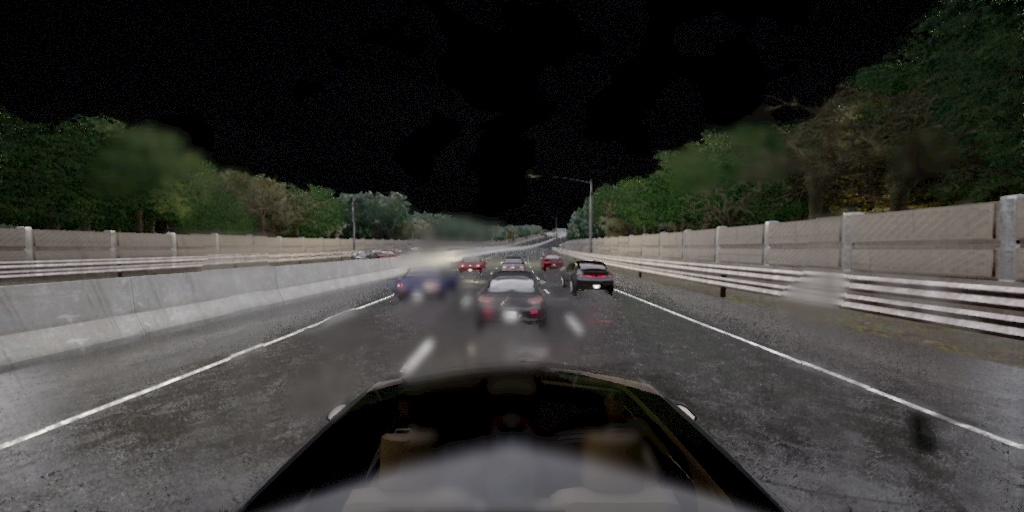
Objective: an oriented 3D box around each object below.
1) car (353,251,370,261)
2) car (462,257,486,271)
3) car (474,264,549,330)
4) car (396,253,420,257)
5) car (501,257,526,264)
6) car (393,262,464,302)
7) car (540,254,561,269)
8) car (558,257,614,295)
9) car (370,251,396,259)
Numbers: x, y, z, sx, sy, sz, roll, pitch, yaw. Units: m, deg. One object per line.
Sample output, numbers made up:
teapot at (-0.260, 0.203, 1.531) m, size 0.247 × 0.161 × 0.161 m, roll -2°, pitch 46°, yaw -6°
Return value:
car at (-20.488, 0.059, 50.291) m, size 2.128 × 1.511 × 4.902 m, roll 0°, pitch 2°, yaw 2°
car at (-3.297, 0.758, 30.914) m, size 1.895 × 1.301 × 4.718 m, roll 0°, pitch 1°, yaw 1°
car at (0.019, 1.133, 10.385) m, size 1.812 × 1.442 × 4.674 m, roll 0°, pitch 1°, yaw 1°
car at (-13.552, 0.230, 48.525) m, size 1.895 × 1.301 × 4.718 m, roll 0°, pitch 2°, yaw 2°
car at (0.123, 0.786, 27.768) m, size 2.033 × 1.411 × 5.357 m, roll 0°, pitch 1°, yaw 1°
car at (-3.447, 1.112, 15.436) m, size 1.895 × 1.301 × 4.718 m, roll 0°, pitch 1°, yaw 0°
car at (3.764, 0.562, 33.796) m, size 1.882 × 1.535 × 5.008 m, roll 0°, pitch 1°, yaw 1°
car at (3.569, 0.977, 17.465) m, size 1.837 × 1.490 × 4.892 m, roll 0°, pitch 1°, yaw 0°
car at (-17.049, 0.224, 48.655) m, size 1.895 × 1.301 × 4.718 m, roll 0°, pitch 2°, yaw 2°
